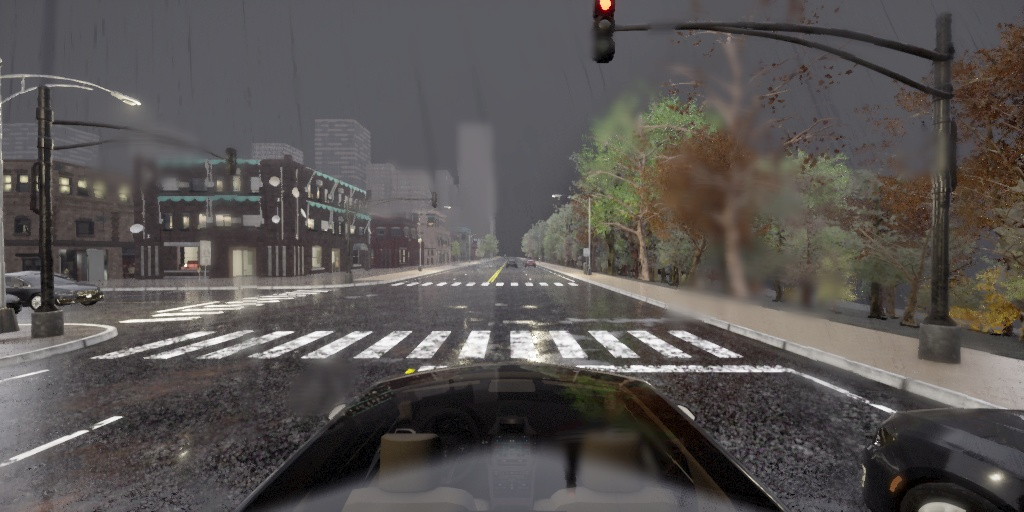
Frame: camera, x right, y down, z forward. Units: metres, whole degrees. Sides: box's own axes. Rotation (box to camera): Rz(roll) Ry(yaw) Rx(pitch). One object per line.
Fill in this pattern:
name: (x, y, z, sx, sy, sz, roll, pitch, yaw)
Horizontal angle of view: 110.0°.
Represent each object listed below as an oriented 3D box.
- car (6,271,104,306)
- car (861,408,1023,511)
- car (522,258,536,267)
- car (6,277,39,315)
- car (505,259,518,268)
car: (-20.314, 1.480, 15.147, 4.892, 1.490, 1.837, -1, 1, 0)
car: (3.353, 1.255, 0.450, 1.837, 1.490, 4.892, 0, 0, 0)
car: (3.207, 1.252, 63.382, 1.812, 1.442, 4.674, 0, 0, 0)
car: (-19.972, 1.565, 12.443, 4.313, 1.339, 1.948, 0, 0, 0)
car: (-0.041, 1.232, 61.880, 1.837, 1.490, 4.892, 0, 0, 0)
